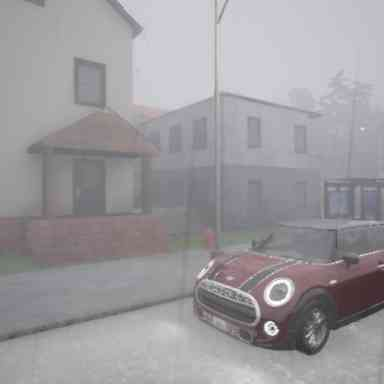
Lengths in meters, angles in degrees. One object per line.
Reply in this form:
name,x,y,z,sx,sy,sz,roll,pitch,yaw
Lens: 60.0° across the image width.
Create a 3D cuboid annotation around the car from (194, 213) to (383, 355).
car,2.236,1.326,6.184,4.553,1.767,2.097,0,0,-35
